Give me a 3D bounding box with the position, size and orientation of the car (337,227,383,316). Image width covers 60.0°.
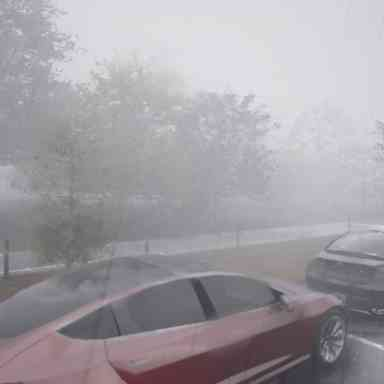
[{"bbox_3d":[4.434,1.490,7.155,4.892,1.521,2.231,-1,0,-37],"label":"car"}]

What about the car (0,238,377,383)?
[{"bbox_3d":[-0.078,1.511,3.991,4.792,1.488,2.163,-1,0,-37],"label":"car"}]
